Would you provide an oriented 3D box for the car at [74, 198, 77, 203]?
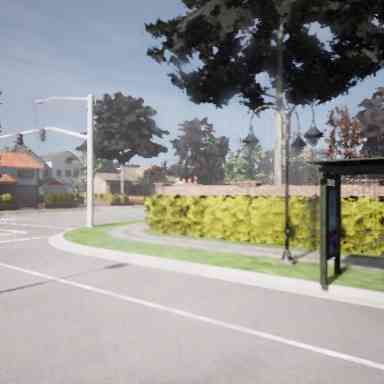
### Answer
[{"bbox_3d":[-19.040,1.126,50.068,3.806,1.475,1.970,0,0,36],"label":"car"}]
